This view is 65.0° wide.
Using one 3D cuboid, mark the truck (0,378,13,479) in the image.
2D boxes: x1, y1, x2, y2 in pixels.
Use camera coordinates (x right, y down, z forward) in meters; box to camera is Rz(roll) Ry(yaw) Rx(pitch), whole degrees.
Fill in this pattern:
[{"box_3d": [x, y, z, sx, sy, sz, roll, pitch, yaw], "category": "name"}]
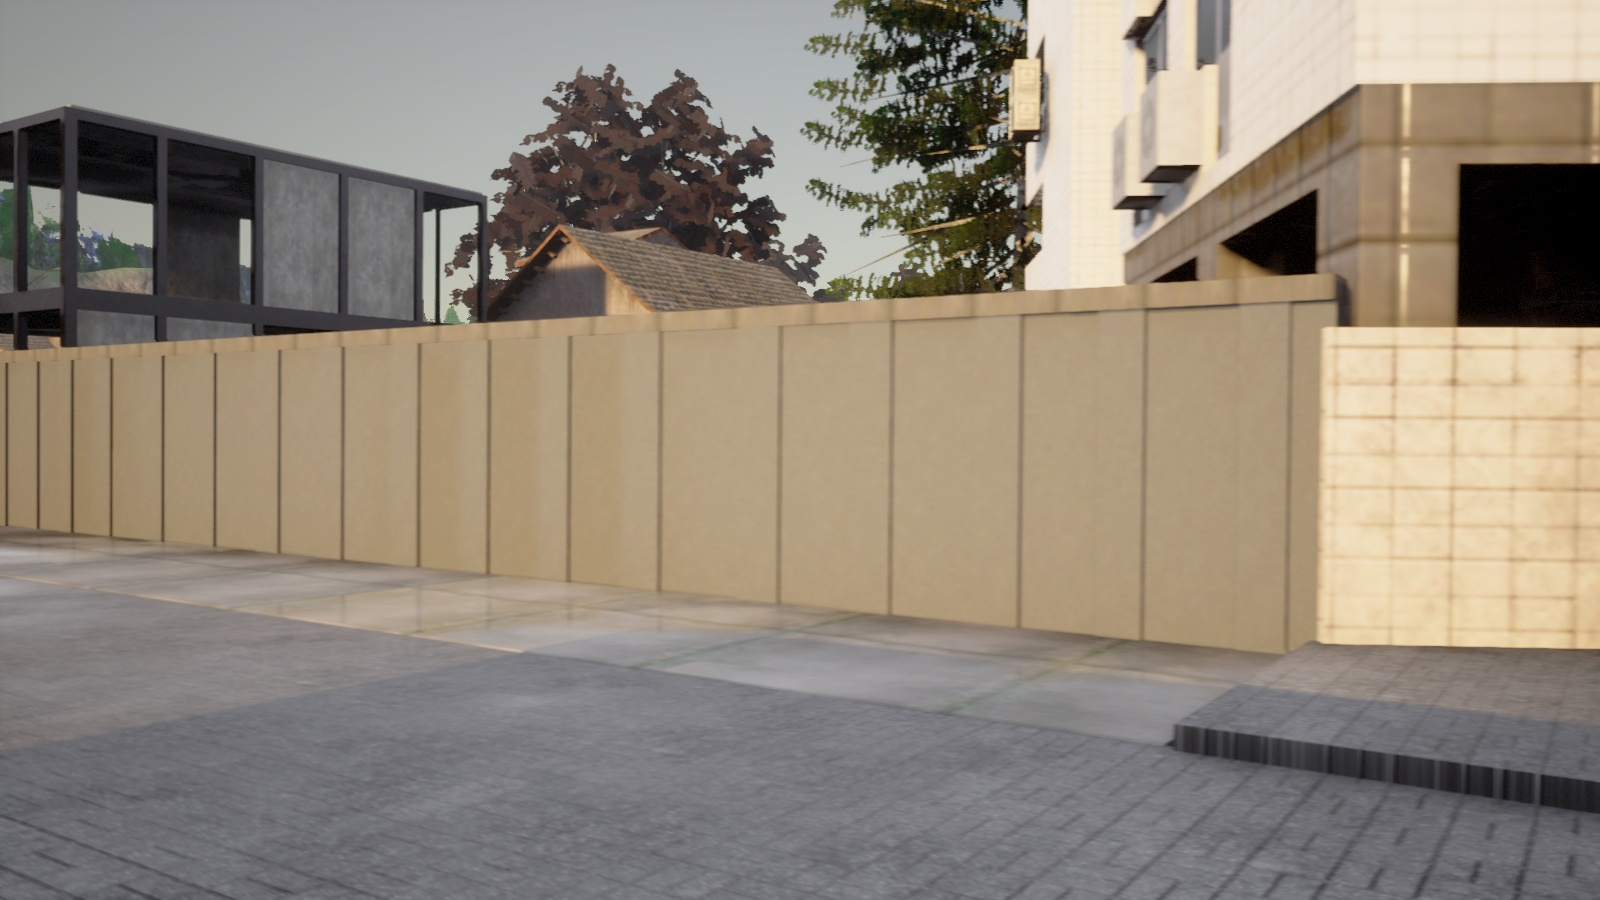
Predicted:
[{"box_3d": [-33.742, -0.748, 45.429, 2.891, 3.827, 8.468, 0, 1, 34], "category": "truck"}]
